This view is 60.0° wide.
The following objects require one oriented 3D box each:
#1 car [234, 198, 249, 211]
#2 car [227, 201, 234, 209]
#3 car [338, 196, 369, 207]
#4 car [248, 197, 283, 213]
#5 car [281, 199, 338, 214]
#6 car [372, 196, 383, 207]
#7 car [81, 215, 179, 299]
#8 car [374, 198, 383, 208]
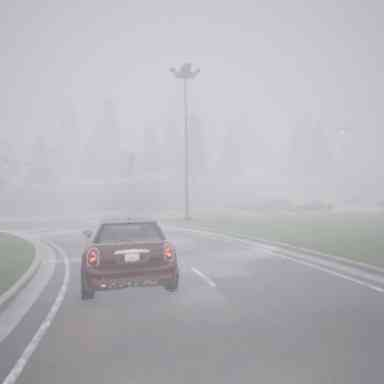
[{"bbox_3d":[8.111,1.463,40.349,5.008,1.535,1.882,-1,0,-13],"label":"car"},{"bbox_3d":[7.014,1.486,43.685,5.008,1.535,1.882,-1,0,-13],"label":"car"},{"bbox_3d":[22.641,1.305,47.232,4.892,1.490,1.837,-1,0,-13],"label":"car"},{"bbox_3d":[9.177,1.466,37.004,4.892,1.490,1.837,-1,0,-13],"label":"car"},{"bbox_3d":[11.980,1.517,34.053,4.718,1.301,1.895,-1,0,-13],"label":"car"},{"bbox_3d":[26.889,1.240,44.604,4.892,1.490,1.837,0,0,-12],"label":"car"},{"bbox_3d":[-1.801,1.398,8.965,2.097,1.767,4.553,-1,0,-15],"label":"car"},{"bbox_3d":[24.809,1.316,40.557,4.181,1.385,1.994,-1,0,-13],"label":"car"}]
